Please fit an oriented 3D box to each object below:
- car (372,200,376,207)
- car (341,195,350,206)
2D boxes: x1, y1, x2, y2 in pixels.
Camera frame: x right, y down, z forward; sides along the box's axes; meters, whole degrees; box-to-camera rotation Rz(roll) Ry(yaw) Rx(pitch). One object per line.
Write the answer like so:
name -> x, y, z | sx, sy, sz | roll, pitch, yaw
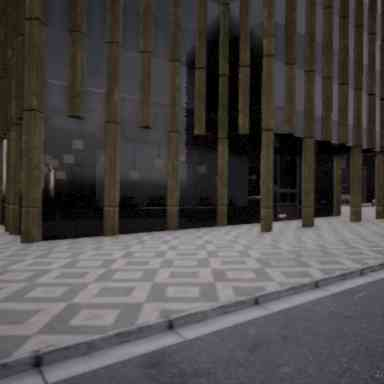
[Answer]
car -> 25.293, 1.418, 42.391 | 1.947, 1.339, 4.313 | 1, -1, -35
car -> 25.898, 1.346, 56.323 | 2.192, 1.841, 5.009 | 1, -1, -35
